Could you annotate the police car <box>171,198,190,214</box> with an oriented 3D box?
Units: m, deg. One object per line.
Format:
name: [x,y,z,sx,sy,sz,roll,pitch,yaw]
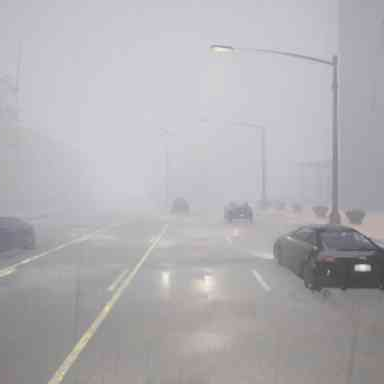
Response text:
police car: [-1.221,1.444,36.268,1.930,1.638,5.238,0,0,0]

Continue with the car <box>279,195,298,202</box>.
car: [21.402,1.440,73.711,5.008,1.535,1.882,0,0,-39]

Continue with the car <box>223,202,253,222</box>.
car: [3.602,1.505,26.332,2.128,1.511,4.902,0,0,0]

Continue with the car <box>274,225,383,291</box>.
car: [3.599,1.568,9.015,1.994,1.385,4.181,0,0,0]

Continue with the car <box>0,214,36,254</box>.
car: [-7.085,1.532,11.487,1.812,1.442,4.674,0,0,0]
